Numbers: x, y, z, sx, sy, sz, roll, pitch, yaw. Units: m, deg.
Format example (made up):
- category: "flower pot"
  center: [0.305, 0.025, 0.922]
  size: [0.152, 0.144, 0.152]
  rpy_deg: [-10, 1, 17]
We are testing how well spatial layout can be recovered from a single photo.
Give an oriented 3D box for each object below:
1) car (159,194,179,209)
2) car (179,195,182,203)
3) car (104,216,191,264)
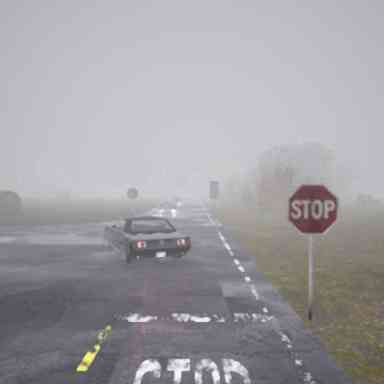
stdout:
- category: "car"
  center: [-2.795, 1.210, 39.073]
  size: [1.812, 1.442, 4.674]
  rpy_deg: [0, 0, 0]
- category: "car"
  center: [-2.723, 1.113, 57.931]
  size: [1.994, 1.385, 4.181]
  rpy_deg: [0, 0, 1]
- category: "car"
  center: [-1.804, 1.502, 11.644]
  size: [1.895, 1.301, 4.718]
  rpy_deg: [0, 0, -24]
